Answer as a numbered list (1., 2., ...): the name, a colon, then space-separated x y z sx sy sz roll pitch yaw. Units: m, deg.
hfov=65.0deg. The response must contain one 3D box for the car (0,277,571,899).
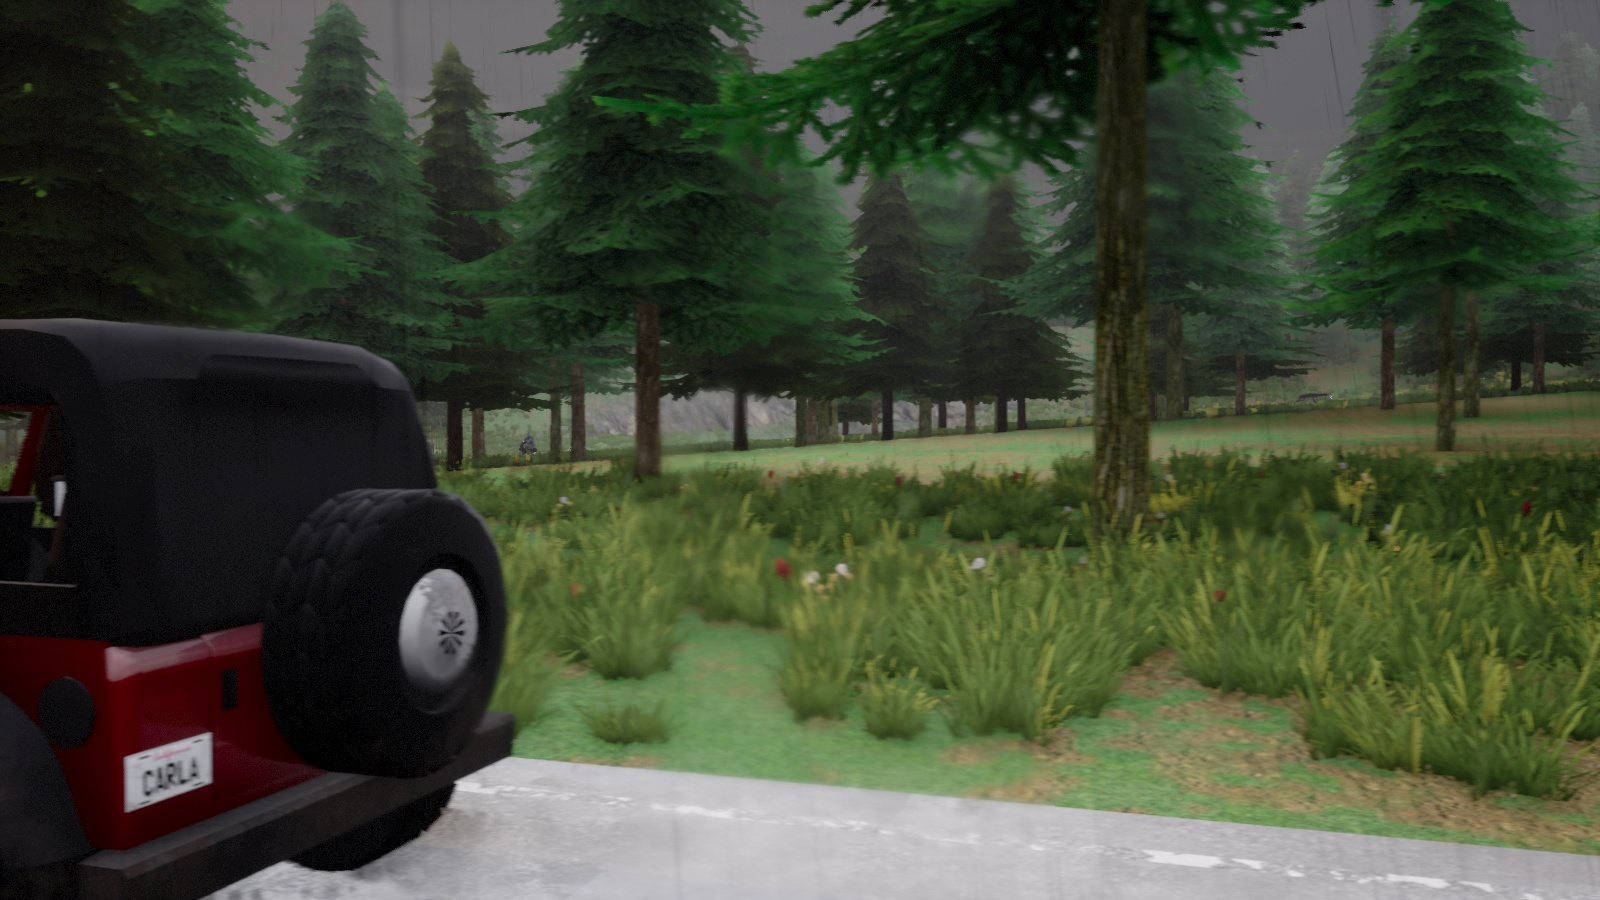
1. car: -2.951 0.544 4.183 3.866 1.878 1.905 1 1 19

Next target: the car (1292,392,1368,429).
1. car: 31.971 -2.360 75.822 3.866 1.878 1.905 -5 -2 31
